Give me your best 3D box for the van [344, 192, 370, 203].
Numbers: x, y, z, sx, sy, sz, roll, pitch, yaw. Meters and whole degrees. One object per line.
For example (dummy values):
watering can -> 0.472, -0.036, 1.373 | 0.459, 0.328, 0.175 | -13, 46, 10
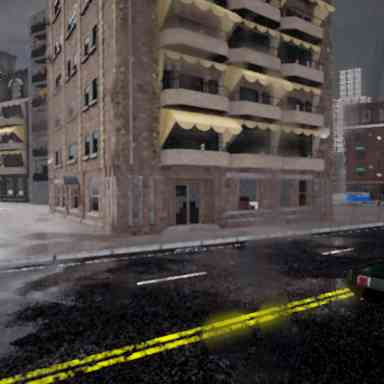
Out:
van -> 28.017, 0.979, 56.311 | 3.998, 1.788, 1.690 | 1, 0, 25

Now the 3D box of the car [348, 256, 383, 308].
car -> 5.277, 1.607, 6.602 | 4.718, 1.301, 1.895 | 0, 0, -33
